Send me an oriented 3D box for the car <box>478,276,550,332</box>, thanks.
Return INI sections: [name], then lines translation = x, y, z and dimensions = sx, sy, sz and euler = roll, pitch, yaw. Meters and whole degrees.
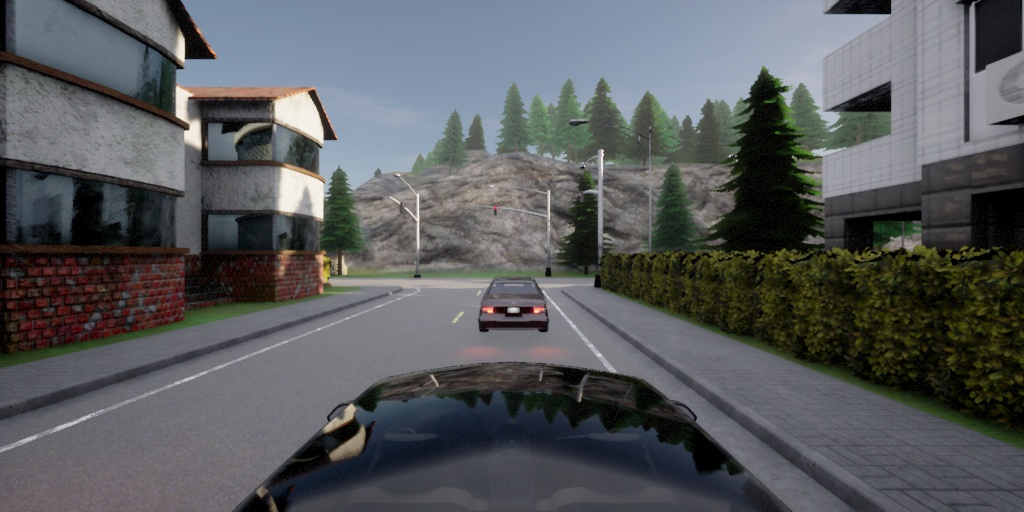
[car]
translation = 0.055, 1.294, 10.768
dimensions = 2.033, 1.411, 5.357
euler = 0, 0, 1
